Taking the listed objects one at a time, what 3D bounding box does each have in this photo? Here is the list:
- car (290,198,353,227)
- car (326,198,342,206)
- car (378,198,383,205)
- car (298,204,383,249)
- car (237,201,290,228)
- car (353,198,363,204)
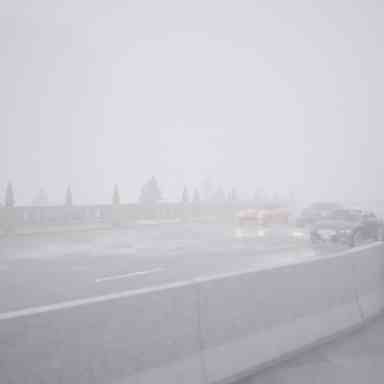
[{"bbox_3d":[8.469,1.419,21.530,2.097,1.767,4.553,0,0,41],"label":"car"},{"bbox_3d":[24.899,1.721,58.575,2.033,1.411,5.357,0,0,16],"label":"car"},{"bbox_3d":[29.579,1.637,50.421,1.837,1.490,4.892,0,0,20],"label":"car"},{"bbox_3d":[7.045,1.536,14.958,2.128,1.511,4.902,0,0,45],"label":"car"},{"bbox_3d":[5.087,1.432,23.019,2.097,1.767,4.553,0,0,42],"label":"car"},{"bbox_3d":[28.328,1.763,57.854,1.895,1.301,4.718,0,0,16],"label":"car"}]
